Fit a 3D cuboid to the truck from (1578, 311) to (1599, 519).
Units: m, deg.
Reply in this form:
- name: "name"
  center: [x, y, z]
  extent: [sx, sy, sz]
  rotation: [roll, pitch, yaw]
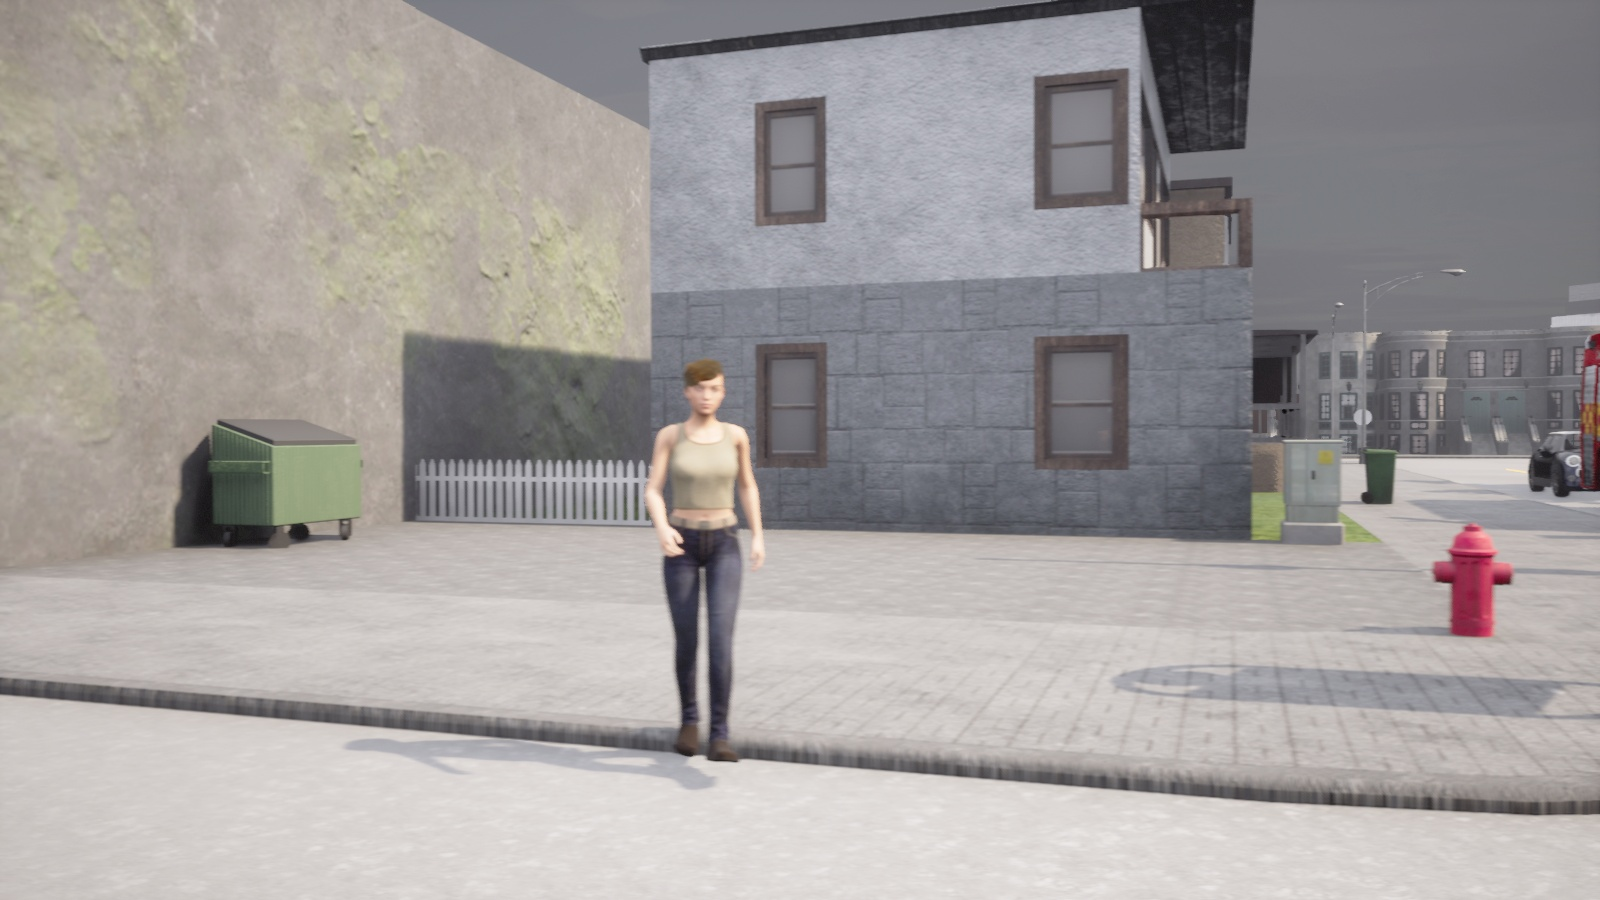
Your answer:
- name: "truck"
  center: [15.215, -0.599, 20.127]
  extent: [2.891, 3.827, 8.468]
  rotation: [1, 1, 19]

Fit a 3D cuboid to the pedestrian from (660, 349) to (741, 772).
- name: "pedestrian"
  center: [-0.467, 0.475, 5.755]
  extent: [0.345, 1.836, 0.594]
  rotation: [0, 1, -7]

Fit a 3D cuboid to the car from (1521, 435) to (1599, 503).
- name: "car"
  center: [18.274, 0.400, 29.147]
  extent: [1.970, 1.475, 3.806]
  rotation: [1, 1, 19]
